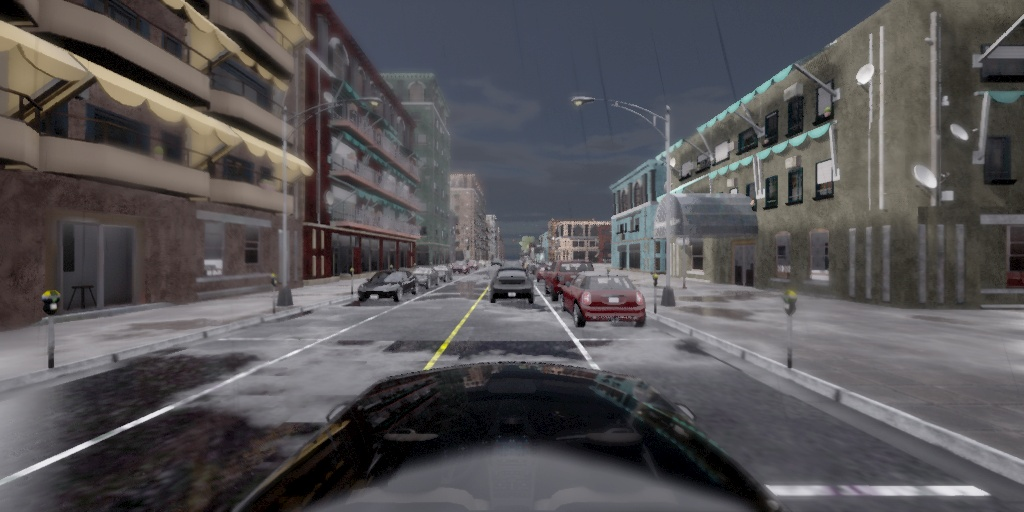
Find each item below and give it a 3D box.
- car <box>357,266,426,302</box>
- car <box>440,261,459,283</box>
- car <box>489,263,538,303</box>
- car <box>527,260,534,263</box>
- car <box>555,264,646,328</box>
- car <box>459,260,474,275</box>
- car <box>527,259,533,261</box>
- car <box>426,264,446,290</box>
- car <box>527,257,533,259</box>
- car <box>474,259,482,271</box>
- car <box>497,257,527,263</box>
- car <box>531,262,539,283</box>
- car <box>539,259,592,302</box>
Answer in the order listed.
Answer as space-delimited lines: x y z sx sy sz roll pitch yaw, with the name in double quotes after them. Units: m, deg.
-5.690 1.315 16.968 1.948 1.339 4.313 0 0 0 "car"
-5.690 1.306 28.044 2.007 1.370 4.403 0 0 0 "car"
0.000 1.267 16.501 1.837 1.490 4.892 0 0 0 "car"
2.690 1.327 33.583 1.948 1.339 4.313 0 0 0 "car"
2.691 1.189 11.428 1.967 1.591 4.097 0 0 0 "car"
-5.690 1.208 39.121 1.967 1.591 4.097 0 0 0 "car"
2.690 1.319 39.121 2.007 1.370 4.403 0 0 0 "car"
-5.690 1.302 22.506 2.007 1.370 4.403 0 0 0 "car"
2.690 1.317 55.910 1.751 1.417 4.829 0 0 0 "car"
-5.690 1.224 50.200 1.967 1.591 4.097 0 0 0 "car"
0.000 1.126 31.472 2.097 1.767 4.553 0 0 0 "car"
2.691 1.337 28.043 1.802 1.307 4.207 0 0 0 "car"
2.691 1.064 16.968 2.192 1.841 5.009 0 0 0 "car"
